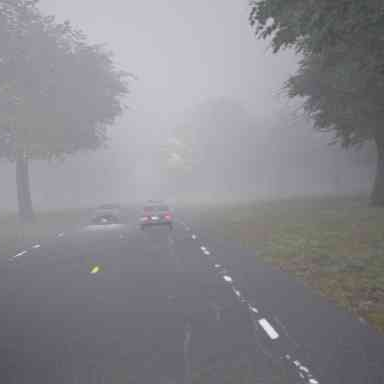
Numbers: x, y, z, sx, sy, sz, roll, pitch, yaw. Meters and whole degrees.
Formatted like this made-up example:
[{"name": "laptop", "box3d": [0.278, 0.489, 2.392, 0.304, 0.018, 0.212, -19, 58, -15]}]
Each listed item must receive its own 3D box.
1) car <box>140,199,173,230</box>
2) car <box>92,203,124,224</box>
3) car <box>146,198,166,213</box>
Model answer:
[{"name": "car", "box3d": [-2.143, 1.416, 20.167, 2.033, 1.411, 5.357, -3, 1, -6]}, {"name": "car", "box3d": [-6.321, 1.556, 25.520, 2.033, 1.411, 5.357, -3, 1, -6]}, {"name": "car", "box3d": [-3.844, 1.365, 35.843, 1.895, 1.301, 4.718, -3, 1, -6]}]
